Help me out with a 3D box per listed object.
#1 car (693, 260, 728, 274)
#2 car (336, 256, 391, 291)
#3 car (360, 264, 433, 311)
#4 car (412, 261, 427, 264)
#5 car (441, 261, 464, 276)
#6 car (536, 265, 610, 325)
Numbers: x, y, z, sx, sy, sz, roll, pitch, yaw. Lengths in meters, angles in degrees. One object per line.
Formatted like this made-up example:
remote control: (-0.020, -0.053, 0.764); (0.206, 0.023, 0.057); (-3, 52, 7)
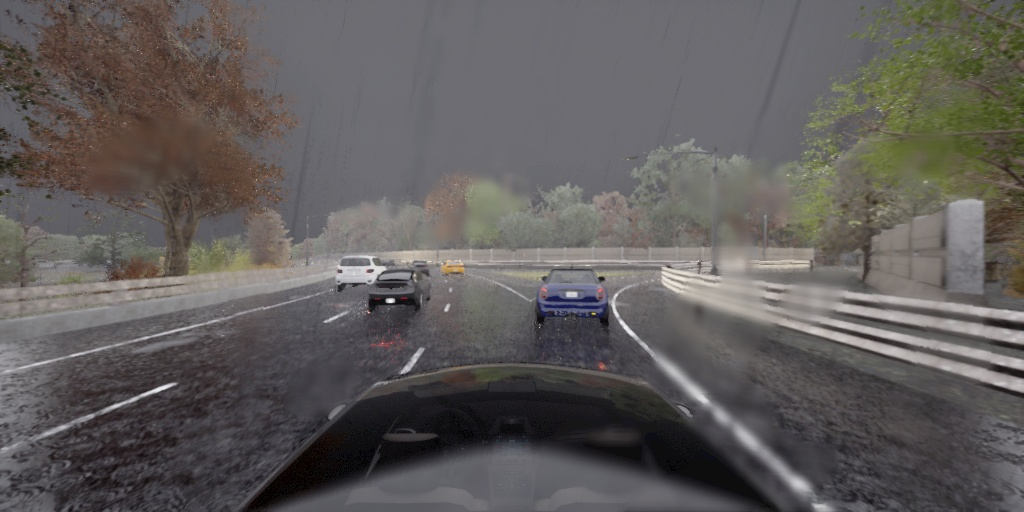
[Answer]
car: (22.175, 1.187, 40.089); (4.674, 1.442, 1.812); (0, 0, -32)
car: (-9.179, 0.998, 22.266); (2.150, 2.045, 5.566); (0, 0, -11)
car: (-4.414, 1.267, 14.588); (1.837, 1.490, 4.892); (0, 0, -7)
car: (-9.461, 1.279, 36.418); (1.837, 1.490, 4.892); (0, 0, -18)
car: (-6.343, 1.241, 37.838); (1.882, 1.535, 5.008); (0, 0, -18)
car: (2.052, 1.092, 12.072); (2.097, 1.767, 4.553); (0, 0, 11)
